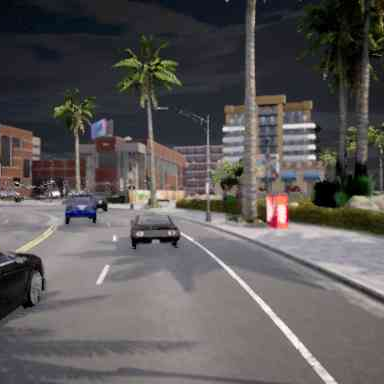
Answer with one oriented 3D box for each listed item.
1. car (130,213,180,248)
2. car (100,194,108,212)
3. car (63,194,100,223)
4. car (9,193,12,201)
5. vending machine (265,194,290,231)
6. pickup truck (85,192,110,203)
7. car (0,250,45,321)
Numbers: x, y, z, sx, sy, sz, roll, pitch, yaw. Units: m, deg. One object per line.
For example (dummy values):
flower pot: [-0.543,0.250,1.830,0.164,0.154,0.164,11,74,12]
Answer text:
car: [-1.776,1.593,14.738,1.895,1.301,4.718,0,0,-11]
car: [-11.451,1.233,37.899,2.150,2.045,5.566,0,0,-36]
car: [-8.682,1.233,25.724,2.150,2.045,5.566,0,0,-22]
car: [-45.362,1.522,84.108,4.193,1.474,1.816,0,0,12]
vending machine: [4.922,1.152,19.196,1.100,2.100,0.880,0,0,-14]
pickup truck: [-19.978,1.105,70.433,2.390,2.098,6.274,0,0,12]
car: [-3.853,1.504,5.000,2.128,1.511,4.902,0,0,-4]
